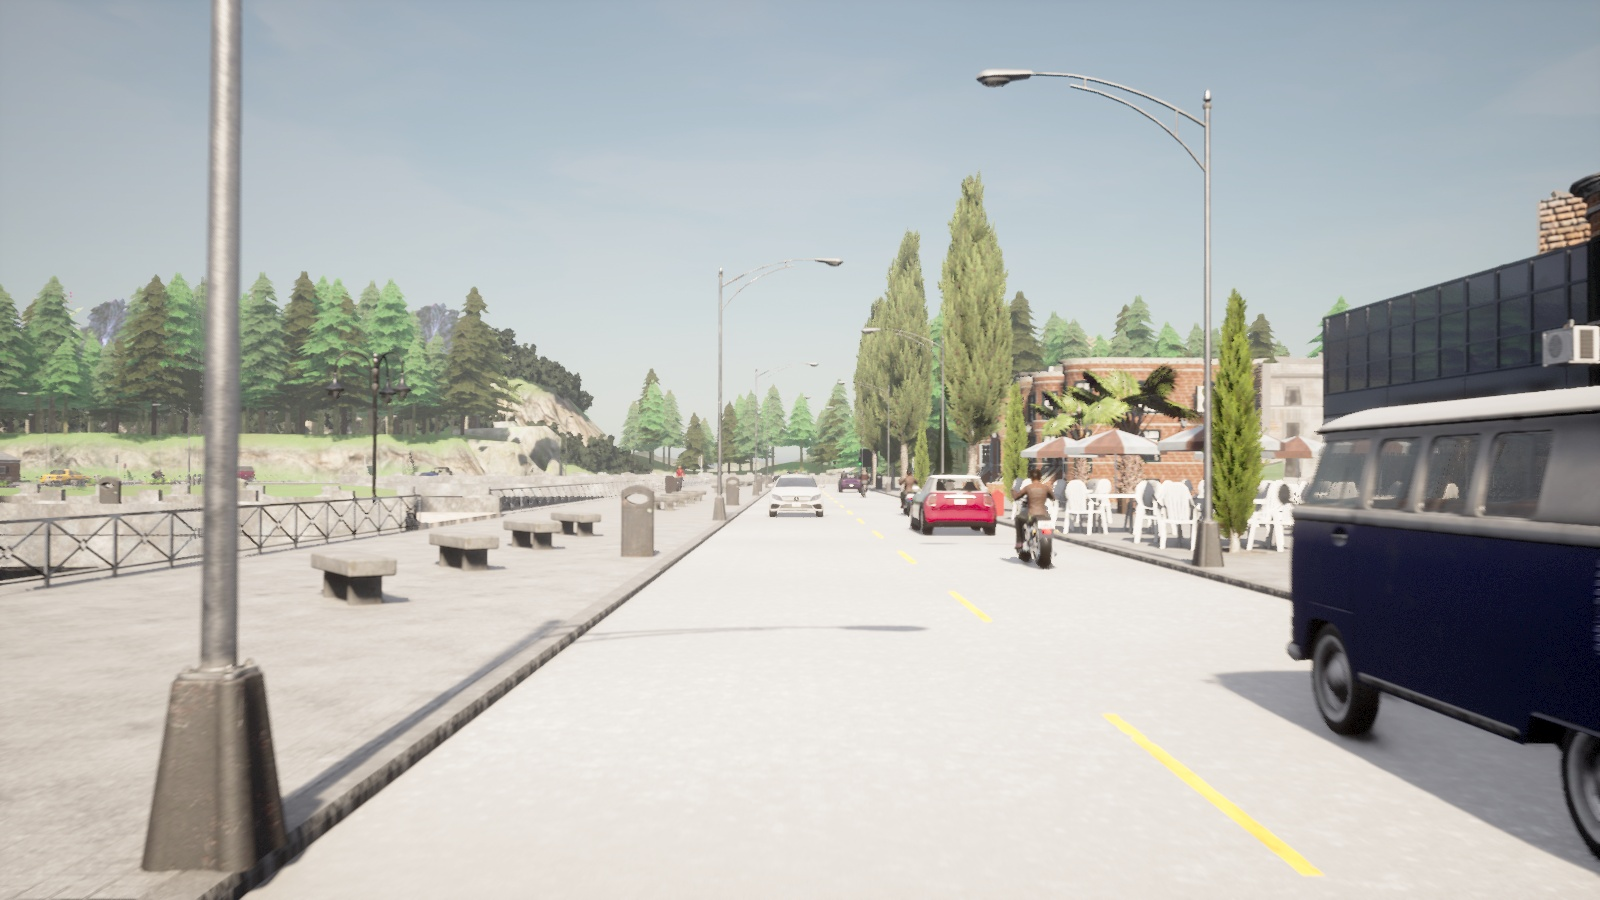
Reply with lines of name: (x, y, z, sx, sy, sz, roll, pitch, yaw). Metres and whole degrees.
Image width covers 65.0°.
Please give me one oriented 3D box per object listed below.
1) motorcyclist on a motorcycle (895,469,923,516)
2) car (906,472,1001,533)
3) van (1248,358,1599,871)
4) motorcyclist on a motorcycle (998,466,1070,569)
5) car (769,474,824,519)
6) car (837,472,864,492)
motorcyclist on a motorcycle: (3.883, 1.503, 44.982, 0.766, 1.649, 2.350, 0, -1, 0)
car: (3.915, 1.310, 32.586, 1.970, 1.475, 3.806, 0, -1, 0)
van: (3.981, 0.659, 6.410, 1.775, 1.987, 4.442, 0, -1, 0)
motorcyclist on a motorcycle: (3.944, 1.107, 21.346, 0.766, 1.649, 2.350, 0, -1, 0)
car: (-0.112, 1.571, 43.619, 1.812, 1.442, 4.674, 0, -1, 0)
car: (3.758, 2.381, 93.637, 1.816, 1.474, 4.193, 0, -1, 0)
